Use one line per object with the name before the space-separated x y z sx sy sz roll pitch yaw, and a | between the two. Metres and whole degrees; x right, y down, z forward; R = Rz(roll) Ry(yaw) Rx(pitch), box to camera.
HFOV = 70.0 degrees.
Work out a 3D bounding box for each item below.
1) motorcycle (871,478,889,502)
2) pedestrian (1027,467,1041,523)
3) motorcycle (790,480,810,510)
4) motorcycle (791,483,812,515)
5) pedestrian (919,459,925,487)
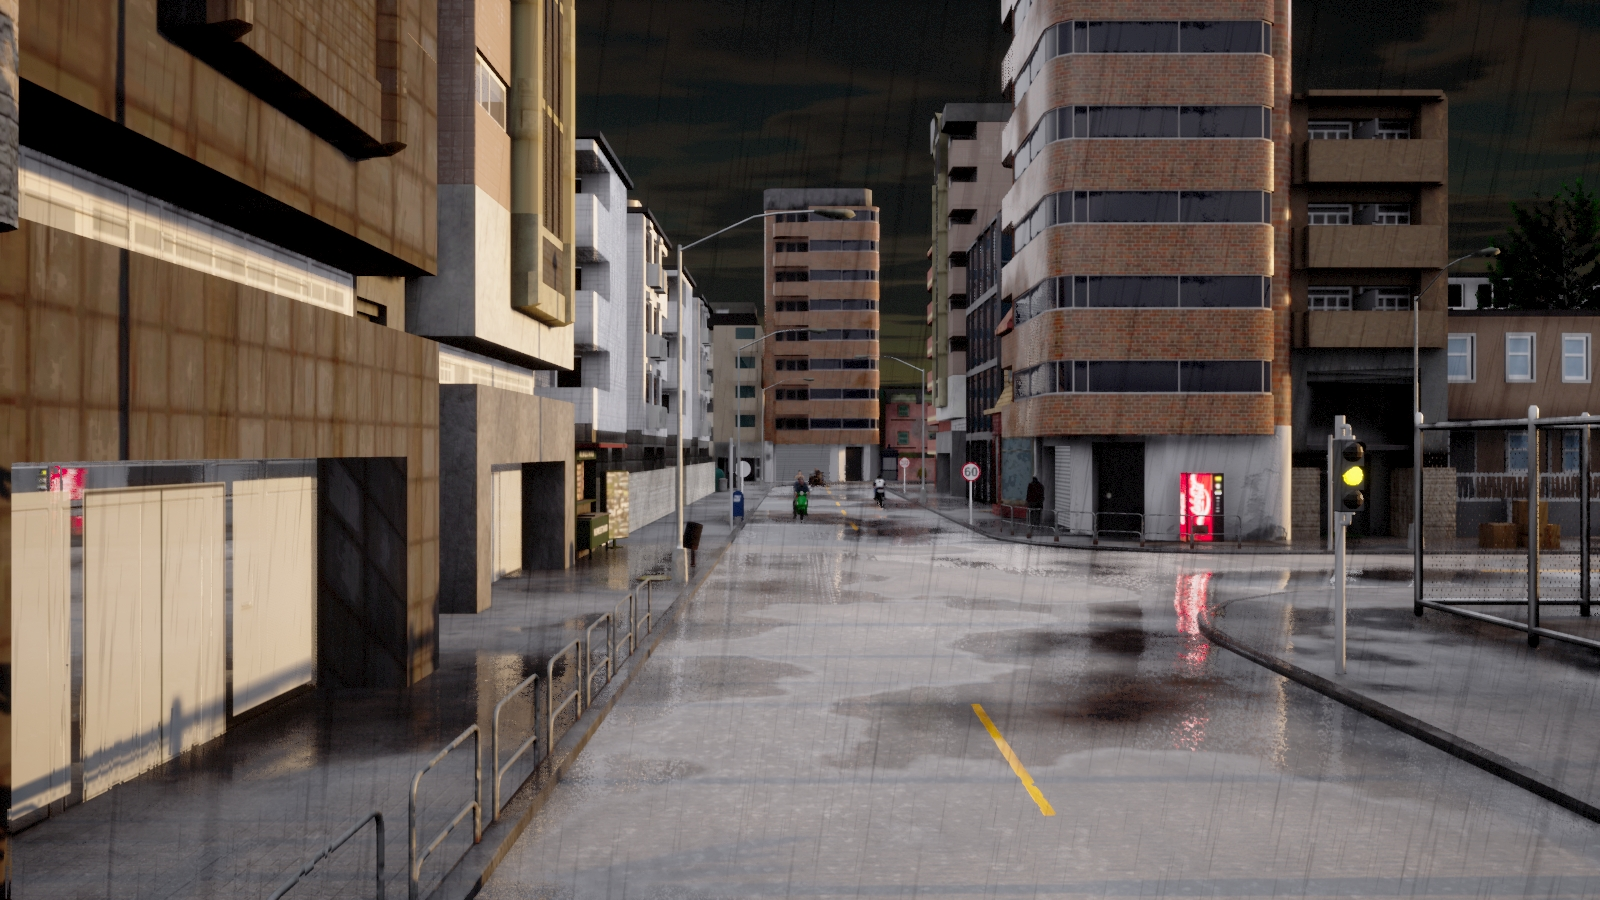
motorcycle | 4.029 2.003 57.640 0.803 1.145 2.033 0 0 0
pedestrian | 7.953 1.522 38.835 0.375 1.860 0.375 0 0 -6
motorcycle | 0.019 1.970 50.389 0.856 1.236 1.805 0 0 0
motorcycle | 0.063 1.970 46.521 0.856 1.236 1.805 0 0 0
pedestrian | 8.085 1.536 75.588 0.375 1.860 0.375 0 0 -1
